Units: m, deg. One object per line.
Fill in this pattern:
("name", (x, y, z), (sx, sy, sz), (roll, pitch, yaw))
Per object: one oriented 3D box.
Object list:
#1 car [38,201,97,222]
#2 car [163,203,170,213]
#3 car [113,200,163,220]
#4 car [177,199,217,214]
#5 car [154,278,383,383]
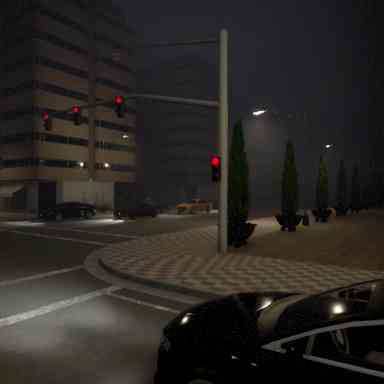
("car", (-10.212, 1.559, 27.513), (1.837, 1.490, 4.892), (0, 0, 35))
("car", (-4.593, 1.602, 35.470), (2.033, 1.411, 5.357), (0, 0, 35))
("car", (-4.837, 1.619, 29.058), (1.994, 1.385, 4.181), (0, 0, 35))
("car", (0.311, 1.532, 36.346), (1.882, 1.535, 5.008), (0, 0, 35))
("car", (1.853, 1.492, 2.652), (4.902, 1.511, 2.128), (0, 0, 36))
